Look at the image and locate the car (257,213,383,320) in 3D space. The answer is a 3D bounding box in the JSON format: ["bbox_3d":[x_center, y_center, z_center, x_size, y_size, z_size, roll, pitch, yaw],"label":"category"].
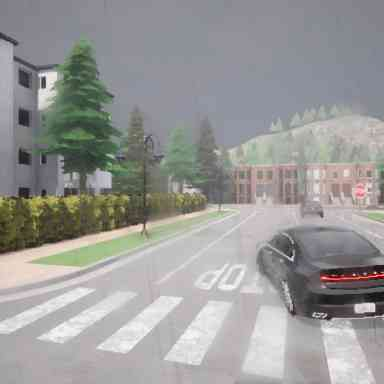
[{"bbox_3d":[2.694,1.508,7.441,1.837,1.490,4.892,-6,0,3],"label":"car"}]

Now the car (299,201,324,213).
[{"bbox_3d":[11.059,1.533,30.911,2.033,1.411,5.357,0,0,15],"label":"car"}]
